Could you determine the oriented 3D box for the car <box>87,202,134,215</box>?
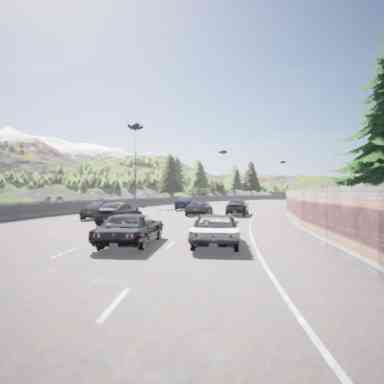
[{"bbox_3d":[-4.823,1.454,22.230,1.837,1.490,4.892,0,0,9],"label":"car"}]

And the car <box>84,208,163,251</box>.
[{"bbox_3d":[-2.507,1.570,13.899,1.895,1.301,4.718,0,0,6],"label":"car"}]

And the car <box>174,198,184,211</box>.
[{"bbox_3d":[-0.582,1.408,39.896,1.882,1.535,5.008,0,0,17],"label":"car"}]

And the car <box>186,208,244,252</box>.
[{"bbox_3d":[1.018,1.580,13.935,1.895,1.301,4.718,0,0,7],"label":"car"}]

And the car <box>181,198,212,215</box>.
[{"bbox_3d":[0.721,1.512,31.553,1.994,1.385,4.181,0,0,14],"label":"car"}]

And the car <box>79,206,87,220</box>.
[{"bbox_3d":[-7.433,1.498,27.250,1.994,1.385,4.181,0,0,11],"label":"car"}]

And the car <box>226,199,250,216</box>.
[{"bbox_3d":[4.354,1.462,31.657,1.837,1.490,4.892,0,0,14],"label":"car"}]
